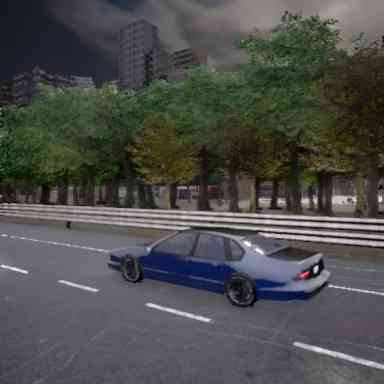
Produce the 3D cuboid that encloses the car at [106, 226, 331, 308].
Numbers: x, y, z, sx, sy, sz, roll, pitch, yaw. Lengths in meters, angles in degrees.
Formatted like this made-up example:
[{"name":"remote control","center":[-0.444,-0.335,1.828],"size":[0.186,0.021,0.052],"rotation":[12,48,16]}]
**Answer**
[{"name":"car","center":[0.354,1.549,7.914],"size":[5.357,1.411,2.033],"rotation":[0,0,36]}]
